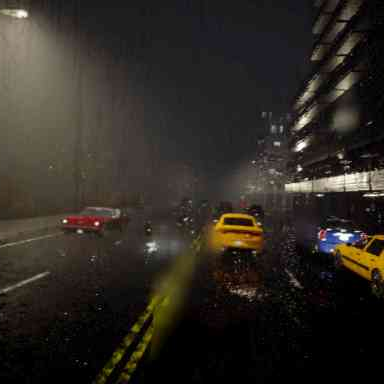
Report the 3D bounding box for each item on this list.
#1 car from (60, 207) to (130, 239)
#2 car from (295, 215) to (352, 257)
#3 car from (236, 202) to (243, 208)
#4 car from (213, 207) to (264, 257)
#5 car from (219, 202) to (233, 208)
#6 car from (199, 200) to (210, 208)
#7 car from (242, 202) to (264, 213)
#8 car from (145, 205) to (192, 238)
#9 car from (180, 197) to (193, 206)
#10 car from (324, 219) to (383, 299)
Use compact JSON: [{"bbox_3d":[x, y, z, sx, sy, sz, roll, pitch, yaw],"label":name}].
[{"bbox_3d":[-4.594,1.418,16.469,1.895,1.301,4.718,4,0,6],"label":"car"},{"bbox_3d":[6.158,1.847,15.147,2.097,1.767,4.553,4,0,6],"label":"car"},{"bbox_3d":[8.520,2.428,56.551,1.882,1.535,5.008,4,0,3],"label":"car"},{"bbox_3d":[1.930,1.698,14.384,1.882,1.535,5.008,4,0,6],"label":"car"},{"bbox_3d":[4.725,2.112,47.041,1.882,1.535,5.008,4,0,4],"label":"car"},{"bbox_3d":[2.258,2.111,60.709,1.812,1.442,4.674,4,0,3],"label":"car"},{"bbox_3d":[7.331,2.248,38.959,1.837,1.490,4.892,4,0,5],"label":"car"},{"bbox_3d":[-1.175,1.611,18.099,1.994,1.385,4.181,4,0,6],"label":"car"},{"bbox_3d":[-0.969,1.770,60.931,2.097,1.767,4.553,4,0,3],"label":"car"},{"bbox_3d":[5.561,1.874,9.365,1.801,1.575,5.366,4,0,6],"label":"car"}]
